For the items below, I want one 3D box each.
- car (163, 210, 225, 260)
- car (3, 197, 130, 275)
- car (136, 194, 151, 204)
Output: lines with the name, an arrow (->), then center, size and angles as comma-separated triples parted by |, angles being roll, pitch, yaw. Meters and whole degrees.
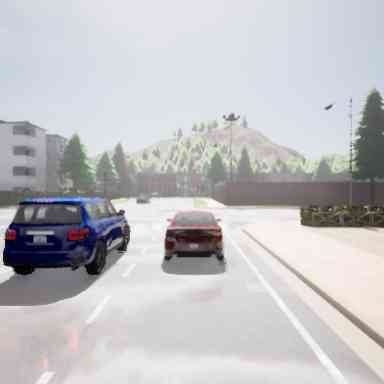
car -> 0.076, 1.386, 12.001 | 1.882, 1.535, 5.008 | 0, 0, 0
car -> -3.436, 1.144, 10.254 | 2.150, 2.045, 5.566 | 0, 1, 0
car -> -7.688, 1.091, 52.667 | 1.837, 1.490, 4.892 | 0, 0, 1
